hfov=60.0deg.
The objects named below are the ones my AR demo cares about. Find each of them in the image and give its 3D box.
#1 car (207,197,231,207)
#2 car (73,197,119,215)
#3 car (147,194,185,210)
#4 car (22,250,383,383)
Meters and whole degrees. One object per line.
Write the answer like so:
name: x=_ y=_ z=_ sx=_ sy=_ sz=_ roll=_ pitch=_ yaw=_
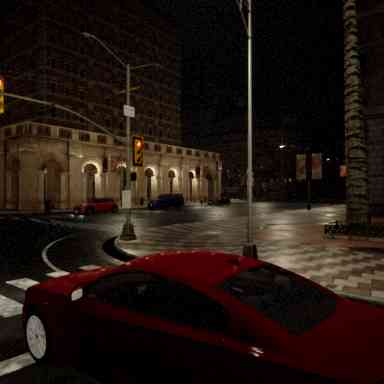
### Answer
car: x=4.293 y=1.490 z=52.436 sx=2.128 sy=1.511 sz=4.902 roll=0 pitch=0 yaw=38
car: x=-9.887 y=1.352 z=34.369 sx=2.097 sy=1.767 sz=4.553 roll=0 pitch=0 yaw=39
car: x=-3.254 y=1.221 z=42.763 sx=2.150 sy=2.045 sz=5.566 roll=0 pitch=0 yaw=38
car: x=-0.206 y=1.478 z=4.081 sx=5.008 sy=1.535 sz=1.882 roll=0 pitch=0 yaw=38
